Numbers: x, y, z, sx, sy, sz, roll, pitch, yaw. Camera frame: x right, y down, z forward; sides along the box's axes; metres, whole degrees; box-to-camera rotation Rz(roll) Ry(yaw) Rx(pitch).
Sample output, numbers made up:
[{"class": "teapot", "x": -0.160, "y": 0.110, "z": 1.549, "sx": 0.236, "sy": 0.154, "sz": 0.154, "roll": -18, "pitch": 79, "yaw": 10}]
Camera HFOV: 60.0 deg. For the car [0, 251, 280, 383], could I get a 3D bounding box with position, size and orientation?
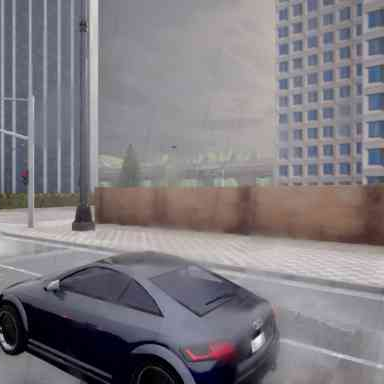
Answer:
[{"class": "car", "x": -0.946, "y": 1.564, "z": 4.677, "sx": 4.181, "sy": 1.385, "sz": 1.994, "roll": 0, "pitch": 0, "yaw": 35}]
